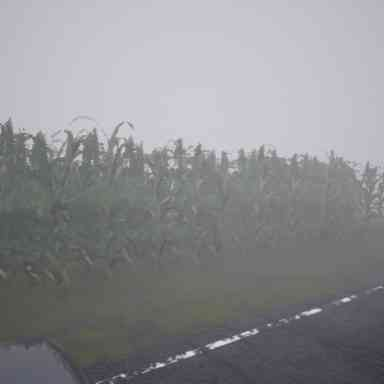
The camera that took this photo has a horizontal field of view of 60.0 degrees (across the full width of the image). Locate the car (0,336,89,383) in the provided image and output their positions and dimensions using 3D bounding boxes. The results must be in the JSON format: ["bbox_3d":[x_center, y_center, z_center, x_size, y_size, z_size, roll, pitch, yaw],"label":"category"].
[{"bbox_3d":[-2.905,1.547,0.997,5.357,1.411,2.033,0,0,-35],"label":"car"}]
